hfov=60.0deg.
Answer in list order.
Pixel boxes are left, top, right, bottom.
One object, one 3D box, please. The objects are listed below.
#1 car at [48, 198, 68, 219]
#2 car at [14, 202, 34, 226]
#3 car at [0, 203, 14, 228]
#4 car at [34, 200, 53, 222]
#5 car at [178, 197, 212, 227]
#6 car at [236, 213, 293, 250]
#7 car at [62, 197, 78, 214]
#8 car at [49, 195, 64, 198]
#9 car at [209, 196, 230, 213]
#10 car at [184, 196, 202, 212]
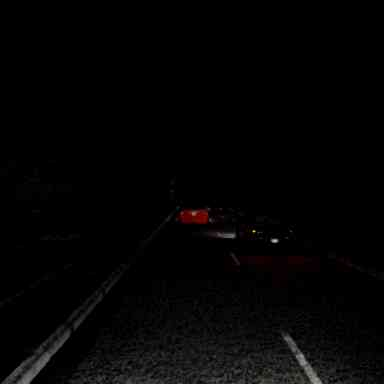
[{"bbox_3d":[-13.784,1.607,29.240,5.008,1.535,2.097,-1,0,-20],"label":"car"},{"bbox_3d":[-13.833,1.492,23.229,4.553,1.767,2.185,-1,0,-20],"label":"car"},{"bbox_3d":[-13.808,1.661,20.240,4.674,1.452,2.002,-1,0,-20],"label":"car"},{"bbox_3d":[-13.798,1.654,26.239,4.674,1.452,2.002,-1,0,-20],"label":"car"},{"bbox_3d":[0.123,1.478,24.111,2.097,1.767,4.553,0,0,0],"label":"car"},{"bbox_3d":[3.115,1.643,14.804,1.812,1.442,4.674,0,0,0],"label":"car"},{"bbox_3d":[-13.755,1.618,35.257,4.792,1.488,2.163,-1,0,-20],"label":"car"},{"bbox_3d":[-13.756,1.331,38.259,5.566,2.045,2.435,-1,0,-20],"label":"car"},{"bbox_3d":[3.137,1.585,37.744,2.128,1.511,4.902,0,0,0],"label":"car"},{"bbox_3d":[0.141,1.438,41.650,2.097,1.767,4.553,0,0,0],"label":"car"}]
